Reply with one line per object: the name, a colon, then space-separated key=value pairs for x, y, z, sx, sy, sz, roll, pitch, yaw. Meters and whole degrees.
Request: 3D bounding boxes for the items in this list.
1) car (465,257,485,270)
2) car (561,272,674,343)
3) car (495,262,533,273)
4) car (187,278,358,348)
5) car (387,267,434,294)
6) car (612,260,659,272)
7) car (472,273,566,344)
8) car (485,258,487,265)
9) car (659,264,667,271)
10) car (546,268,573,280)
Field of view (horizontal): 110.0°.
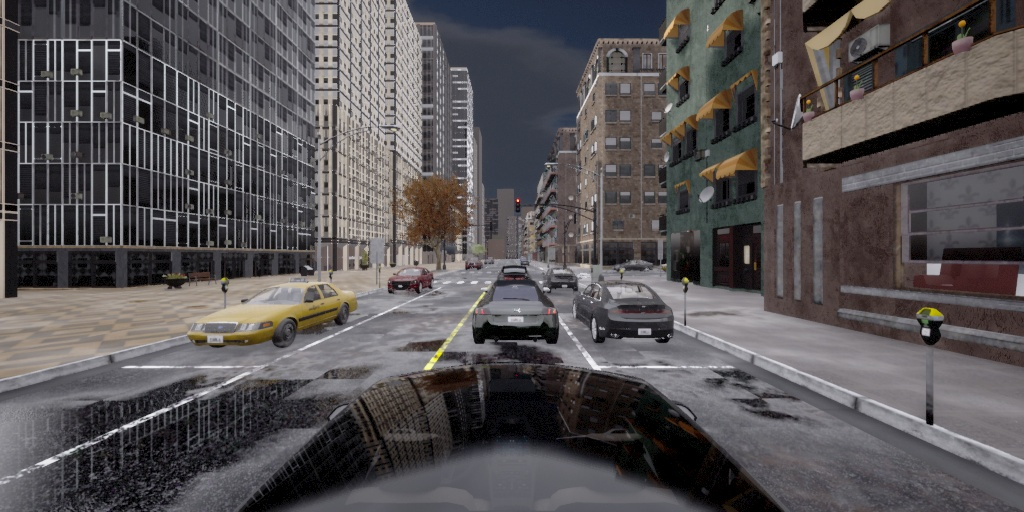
car: x=-5.679 y=1.098 z=52.906 sx=2.192 sy=1.841 sz=5.009 roll=0 pitch=0 yaw=0
car: x=2.691 y=1.301 z=9.450 sx=2.007 sy=1.370 sz=4.403 roll=0 pitch=0 yaw=0
car: x=0.109 y=1.259 z=19.647 sx=1.837 sy=1.490 sz=4.892 roll=0 pitch=0 yaw=-1
car: x=-5.690 y=1.276 z=9.283 sx=1.751 sy=1.417 sz=4.829 roll=0 pitch=0 yaw=0
car: x=-5.687 y=1.299 z=20.518 sx=1.888 sy=1.381 sz=4.507 roll=0 pitch=0 yaw=0
car: x=13.444 y=1.108 z=39.929 sx=4.403 sy=1.370 sz=2.007 roll=0 pitch=0 yaw=-1
car: x=0.089 y=1.315 z=9.598 sx=1.994 sy=1.385 sz=4.181 roll=0 pitch=0 yaw=0
car: x=-5.677 y=1.356 z=58.429 sx=1.948 sy=1.339 sz=4.313 roll=0 pitch=0 yaw=0
car: x=18.841 y=1.006 z=39.983 sx=4.829 sy=1.417 sz=1.751 roll=0 pitch=0 yaw=-1
car: x=2.693 y=1.305 z=20.516 sx=2.007 sy=1.370 sz=4.403 roll=0 pitch=0 yaw=0
